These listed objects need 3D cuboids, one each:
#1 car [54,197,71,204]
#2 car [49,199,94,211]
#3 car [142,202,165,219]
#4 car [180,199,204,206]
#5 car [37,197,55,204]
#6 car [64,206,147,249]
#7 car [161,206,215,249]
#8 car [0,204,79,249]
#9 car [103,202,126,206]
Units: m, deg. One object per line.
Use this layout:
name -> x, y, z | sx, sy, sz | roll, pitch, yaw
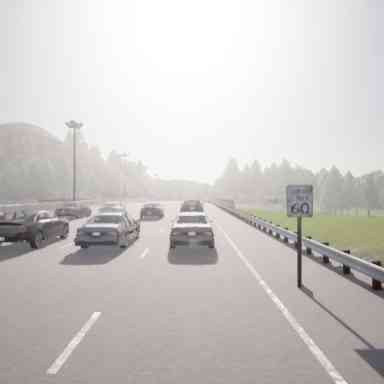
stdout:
car -> -28.000, 1.795, 71.930 | 1.895, 1.301, 4.718 | 0, -1, 0
car -> -10.500, 1.608, 29.651 | 2.033, 1.411, 5.357 | 0, 0, 0
car -> -3.500, 1.578, 29.651 | 1.812, 1.442, 4.674 | 0, 0, 0
car -> 0.000, 1.411, 29.622 | 2.097, 1.767, 4.553 | 0, 0, 0
car -> -31.500, 1.795, 71.930 | 1.895, 1.301, 4.718 | 0, -1, 0
car -> -3.501, 1.585, 14.651 | 2.033, 1.411, 5.357 | 0, 0, 0
car -> -0.001, 1.581, 14.651 | 2.033, 1.411, 5.357 | 0, 0, 0
car -> -7.000, 1.518, 14.651 | 2.128, 1.511, 4.902 | 0, 0, 0
car -> -7.000, 1.578, 29.651 | 1.812, 1.442, 4.674 | 0, 0, 0
